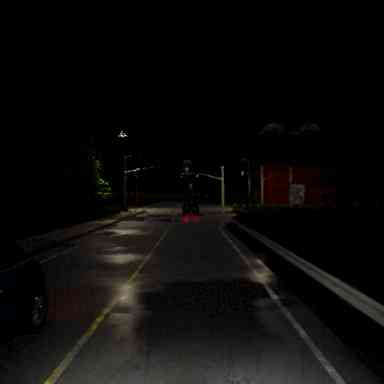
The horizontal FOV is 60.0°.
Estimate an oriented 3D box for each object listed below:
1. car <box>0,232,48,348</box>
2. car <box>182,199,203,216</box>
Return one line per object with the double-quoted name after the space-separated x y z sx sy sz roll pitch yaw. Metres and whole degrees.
-3.571 1.396 3.879 2.097 1.767 4.553 0 -1 1 "car"
-0.158 1.947 38.716 2.128 1.511 4.902 0 -1 -1 "car"
